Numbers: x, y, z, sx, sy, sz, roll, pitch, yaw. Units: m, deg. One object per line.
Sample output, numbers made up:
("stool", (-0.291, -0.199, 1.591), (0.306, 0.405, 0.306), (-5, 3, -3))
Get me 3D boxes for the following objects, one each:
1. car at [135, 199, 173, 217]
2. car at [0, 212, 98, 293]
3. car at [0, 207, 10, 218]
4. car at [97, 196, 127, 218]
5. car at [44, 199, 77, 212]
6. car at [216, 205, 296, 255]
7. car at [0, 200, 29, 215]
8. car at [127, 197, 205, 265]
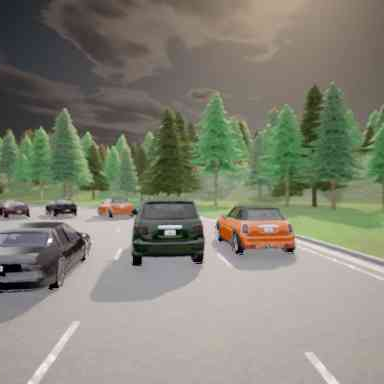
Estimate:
("car", (-3.554, 1.409, 30.482), (1.812, 1.442, 4.674), (0, 0, -30))
("car", (-4.072, 1.519, 8.908), (2.033, 1.411, 5.357), (0, 0, -7))
("car", (-7.822, 1.452, 10.304), (1.882, 1.535, 5.008), (0, 0, -7))
("car", (-6.748, 1.248, 28.974), (2.097, 1.767, 4.553), (0, 0, -30))
("car", (-11.893, 1.381, 30.010), (1.882, 1.535, 5.008), (0, 0, -35))
("car", (2.337, 1.292, 13.344), (2.097, 1.767, 4.553), (0, 0, -7))
("car", (-15.552, 1.441, 29.095), (1.812, 1.442, 4.674), (0, 0, -37))
("car", (-0.936, 1.177, 11.702), (2.150, 2.045, 5.566), (0, 1, -7))
